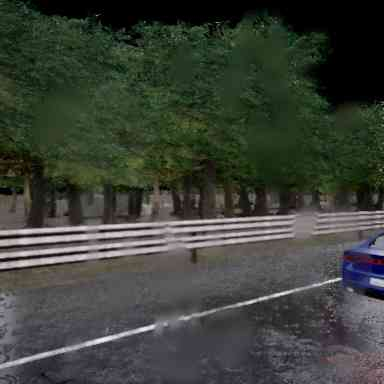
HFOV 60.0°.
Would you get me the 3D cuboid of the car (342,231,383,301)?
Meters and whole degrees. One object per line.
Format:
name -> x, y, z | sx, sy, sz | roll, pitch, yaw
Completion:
car -> 5.461, 1.532, 7.590 | 5.008, 1.535, 1.882 | 0, 0, -35
